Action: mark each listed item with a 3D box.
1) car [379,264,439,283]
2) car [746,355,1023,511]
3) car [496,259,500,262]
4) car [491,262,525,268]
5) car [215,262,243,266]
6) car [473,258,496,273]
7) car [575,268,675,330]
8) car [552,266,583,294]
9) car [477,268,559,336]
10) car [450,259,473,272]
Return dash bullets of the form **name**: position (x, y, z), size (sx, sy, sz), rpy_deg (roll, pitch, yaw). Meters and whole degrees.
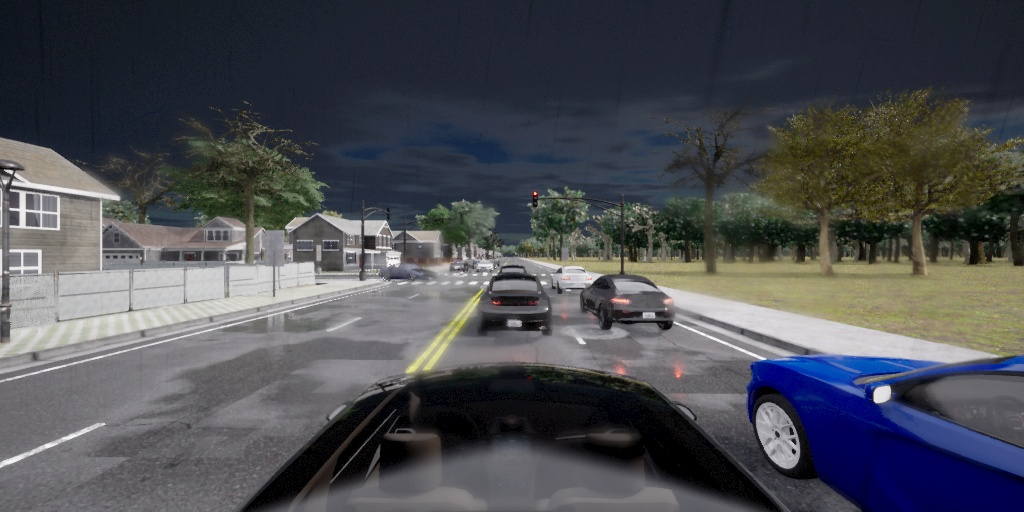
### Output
- **car**: position (-8.264, 1.301, 28.391), size (5.357, 1.411, 2.033), rpy_deg (0, 0, 35)
- **car**: position (3.350, 1.228, 1.695), size (1.882, 1.535, 5.008), rpy_deg (0, 0, 0)
- **car**: position (-3.328, 1.238, 55.002), size (1.837, 1.490, 4.892), rpy_deg (0, 0, 1)
- **car**: position (0.060, 1.255, 19.786), size (1.837, 1.490, 4.892), rpy_deg (0, 0, 0)
- **car**: position (-23.999, 1.280, 30.832), size (4.902, 1.511, 2.128), rpy_deg (0, 0, 0)
- **car**: position (-3.339, 1.268, 44.642), size (1.812, 1.442, 4.674), rpy_deg (0, 0, 0)
- **car**: position (3.334, 1.276, 11.009), size (1.812, 1.442, 4.674), rpy_deg (0, 0, 0)
- **car**: position (3.313, 1.276, 20.114), size (1.812, 1.442, 4.674), rpy_deg (0, 0, 0)
- **car**: position (0.084, 1.255, 10.370), size (1.837, 1.490, 4.892), rpy_deg (0, 0, 0)
- **car**: position (-6.587, 1.233, 45.091), size (2.128, 1.511, 4.902), rpy_deg (0, 0, 0)
